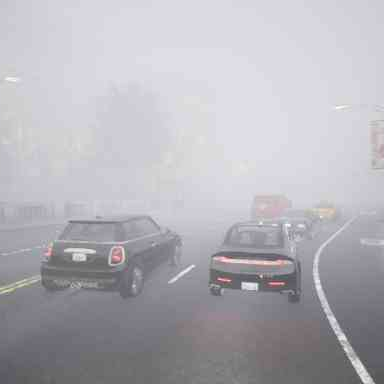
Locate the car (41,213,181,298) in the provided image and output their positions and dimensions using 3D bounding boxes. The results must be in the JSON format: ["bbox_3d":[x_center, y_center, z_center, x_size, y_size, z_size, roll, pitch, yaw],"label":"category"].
[{"bbox_3d":[-1.781,1.351,8.840,2.097,1.767,4.553,0,0,14],"label":"car"}]

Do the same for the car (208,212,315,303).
[{"bbox_3d":[1.691,1.492,8.355,2.128,1.511,4.902,0,0,15],"label":"car"}]

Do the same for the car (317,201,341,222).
[{"bbox_3d":[10.572,1.456,26.265,1.801,1.575,5.366,0,0,30],"label":"car"}]

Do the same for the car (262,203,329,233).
[{"bbox_3d":[5.551,1.547,17.309,2.033,1.411,5.357,0,0,29],"label":"car"}]

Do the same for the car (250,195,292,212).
[{"bbox_3d":[6.258,1.219,25.580,2.150,2.045,5.566,0,0,30],"label":"car"}]
